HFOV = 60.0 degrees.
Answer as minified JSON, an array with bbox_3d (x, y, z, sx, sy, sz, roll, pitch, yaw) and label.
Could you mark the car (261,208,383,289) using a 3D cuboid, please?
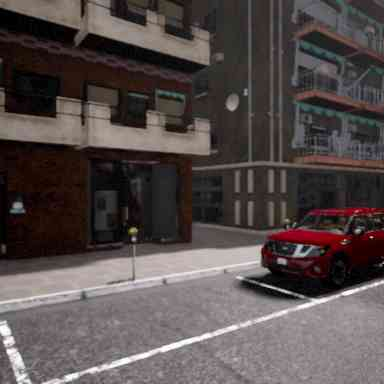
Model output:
[{"bbox_3d":[4.255,1.405,9.605,5.009,1.841,2.192,1,-1,-35],"label":"car"}]
